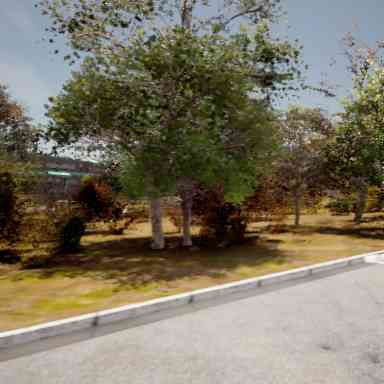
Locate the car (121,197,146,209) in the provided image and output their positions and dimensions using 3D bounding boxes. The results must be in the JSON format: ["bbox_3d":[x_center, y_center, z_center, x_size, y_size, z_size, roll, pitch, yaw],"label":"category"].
[{"bbox_3d":[-11.176,1.993,62.965,2.435,2.045,5.566,0,0,-36],"label":"car"}]

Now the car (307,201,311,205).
[{"bbox_3d":[24.358,2.030,72.057,1.946,1.575,5.366,-1,0,-36],"label":"car"}]

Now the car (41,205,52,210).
[{"bbox_3d":[-18.634,2.340,41.507,2.002,1.452,4.674,0,0,-36],"label":"car"}]

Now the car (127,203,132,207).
[{"bbox_3d":[-7.458,2.253,49.734,1.946,1.575,5.366,0,0,-36],"label":"car"}]
